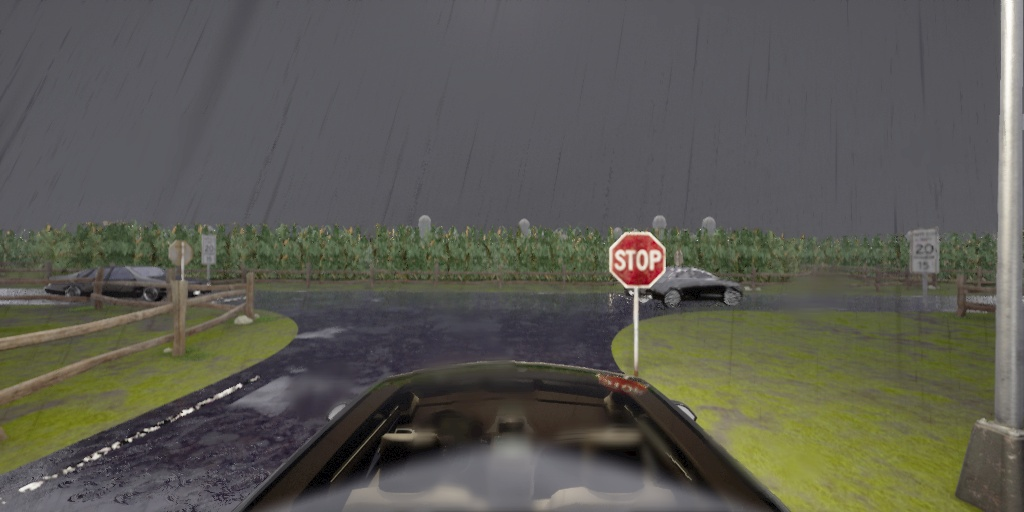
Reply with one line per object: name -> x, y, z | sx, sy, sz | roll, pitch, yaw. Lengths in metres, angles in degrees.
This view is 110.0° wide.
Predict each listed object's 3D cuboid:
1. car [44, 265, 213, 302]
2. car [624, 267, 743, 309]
car -> -15.498, 1.091, 14.644 | 5.357, 1.411, 2.033 | 0, -1, 0
car -> 6.810, 1.193, 14.188 | 4.902, 1.511, 2.128 | 1, -1, -19
